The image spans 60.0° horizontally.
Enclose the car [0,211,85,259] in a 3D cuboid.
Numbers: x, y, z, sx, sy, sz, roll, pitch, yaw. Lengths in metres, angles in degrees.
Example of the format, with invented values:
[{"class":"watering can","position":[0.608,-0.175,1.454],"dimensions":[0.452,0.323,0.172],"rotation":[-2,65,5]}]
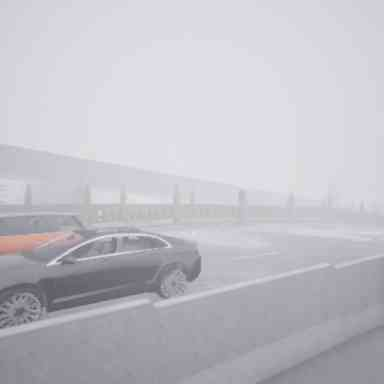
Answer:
[{"class":"car","position":[-6.562,1.535,12.207],"dimensions":[4.674,1.442,1.812],"rotation":[0,0,-35]}]

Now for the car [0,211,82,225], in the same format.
[{"class":"car","position":[-4.938,1.358,9.066],"dimensions":[4.553,1.767,2.097],"rotation":[0,0,-35]}]

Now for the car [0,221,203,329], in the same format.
[{"class":"car","position":[-2.036,1.503,6.837],"dimensions":[4.902,1.511,2.128],"rotation":[0,0,-35]}]
